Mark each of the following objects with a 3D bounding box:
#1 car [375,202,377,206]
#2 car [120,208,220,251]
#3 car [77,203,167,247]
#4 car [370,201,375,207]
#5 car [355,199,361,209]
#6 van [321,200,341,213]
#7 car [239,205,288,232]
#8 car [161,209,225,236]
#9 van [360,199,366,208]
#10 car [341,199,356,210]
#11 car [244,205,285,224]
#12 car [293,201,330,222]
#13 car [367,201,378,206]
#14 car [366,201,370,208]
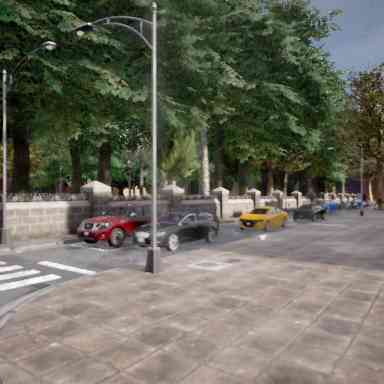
[{"bbox_3d":[41.355,2.724,77.629,2.008,1.369,4.403,-1,-1,36],"label":"car"},{"bbox_3d":[-0.586,1.661,15.145,2.128,1.511,4.902,0,-1,36],"label":"car"},{"bbox_3d":[-3.010,1.478,16.142,2.192,1.841,5.009,-1,-1,36],"label":"car"},{"bbox_3d":[38.443,2.665,73.579,1.947,1.339,4.313,-1,-1,36],"label":"car"},{"bbox_3d":[28.877,2.428,60.323,1.947,1.339,4.313,-1,-1,36],"label":"car"},{"bbox_3d":[19.311,1.980,47.072,1.690,1.788,3.998,-1,-1,36],"label":"van"},{"bbox_3d":[4.989,1.758,22.867,1.882,1.535,5.008,0,-1,35],"label":"car"},{"bbox_3d":[0.180,1.808,20.556,1.802,1.307,4.206,-1,-1,36],"label":"car"},{"bbox_3d":[32.066,2.281,64.747,1.690,1.788,3.998,-1,-1,36],"label":"van"},{"bbox_3d":[25.689,2.337,55.905,2.008,1.369,4.403,-1,-1,36],"label":"car"},{"bbox_3d":[6.457,1.881,29.256,1.752,1.417,4.829,-1,-1,36],"label":"car"},{"bbox_3d":[11.074,1.886,31.283,1.882,1.535,5.008,0,-1,36],"label":"car"},{"bbox_3d":[44.431,2.834,81.924,1.802,1.307,4.206,-1,-1,36],"label":"car"},{"bbox_3d":[35.155,2.542,69.023,1.752,1.417,4.829,-1,-1,36],"label":"car"}]
